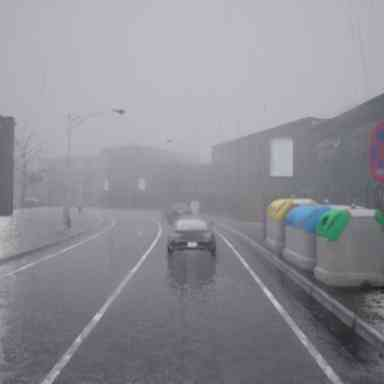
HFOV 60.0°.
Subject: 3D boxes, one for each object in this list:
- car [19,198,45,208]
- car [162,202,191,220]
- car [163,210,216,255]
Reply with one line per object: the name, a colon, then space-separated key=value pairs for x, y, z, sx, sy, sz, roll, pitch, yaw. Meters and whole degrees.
car: x=-27.085 y=1.755 z=56.525 sx=4.553 sy=1.767 sz=2.097 roll=1 pitch=-1 yaw=27
car: x=-1.330 y=1.675 z=28.618 sx=2.097 sy=1.767 sz=4.553 roll=0 pitch=-1 yaw=-12
car: x=-0.033 y=1.681 z=13.866 sx=1.812 sy=1.442 sz=4.674 roll=0 pitch=0 yaw=-1
